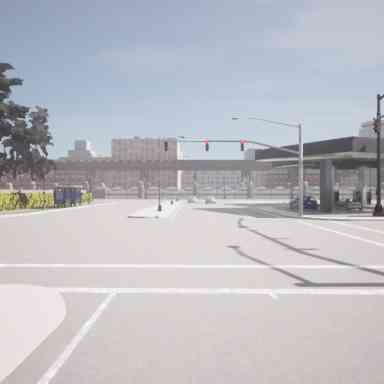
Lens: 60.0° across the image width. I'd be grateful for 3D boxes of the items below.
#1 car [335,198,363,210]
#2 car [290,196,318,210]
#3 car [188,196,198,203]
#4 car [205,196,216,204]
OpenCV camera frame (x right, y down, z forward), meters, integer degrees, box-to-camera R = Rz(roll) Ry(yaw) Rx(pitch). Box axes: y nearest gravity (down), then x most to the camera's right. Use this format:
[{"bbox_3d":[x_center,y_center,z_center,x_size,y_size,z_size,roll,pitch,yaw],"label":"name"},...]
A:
[{"bbox_3d":[19.009,1.456,40.407,1.970,1.475,3.806,0,0,0],"label":"car"},{"bbox_3d":[13.263,1.295,39.652,2.242,1.667,4.611,0,0,0],"label":"car"},{"bbox_3d":[0.192,1.525,66.125,1.812,1.442,4.674,0,0,0],"label":"car"},{"bbox_3d":[3.585,1.525,64.340,1.812,1.442,4.674,0,0,0],"label":"car"}]
